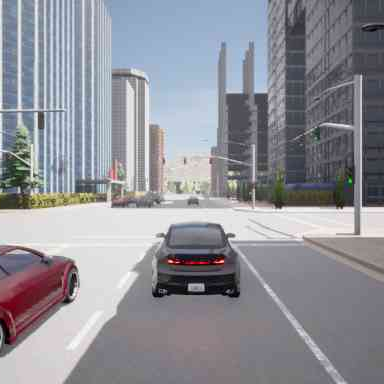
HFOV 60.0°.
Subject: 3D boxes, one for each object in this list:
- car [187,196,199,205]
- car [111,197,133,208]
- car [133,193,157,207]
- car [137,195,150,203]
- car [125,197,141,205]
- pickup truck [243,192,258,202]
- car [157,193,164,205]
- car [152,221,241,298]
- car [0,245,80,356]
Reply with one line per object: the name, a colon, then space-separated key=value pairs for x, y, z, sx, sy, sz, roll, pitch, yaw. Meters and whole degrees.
car: x=0.210 y=1.525 z=59.302 sx=1.812 sy=1.442 sz=4.674 roll=0 pitch=0 yaw=0
car: x=-10.482 y=1.478 z=48.873 sx=1.882 sy=1.535 sz=5.008 roll=0 pitch=0 yaw=0
car: x=-6.980 y=1.352 z=49.674 sx=2.097 sy=1.767 sz=4.553 roll=0 pitch=0 yaw=0
car: x=-10.351 y=1.525 z=71.917 sx=2.128 sy=1.511 sz=4.902 roll=0 pitch=0 yaw=0
car: x=-10.448 y=1.563 z=59.322 sx=1.994 sy=1.385 sz=4.181 roll=0 pitch=0 yaw=0
pickup truck: x=13.272 y=1.059 z=72.747 sx=2.390 sy=2.098 sz=6.274 roll=0 pitch=0 yaw=31
car: x=-6.941 y=1.223 z=60.134 sx=2.150 sy=2.045 sz=5.566 roll=0 pitch=0 yaw=1
car: x=0.095 y=1.505 z=8.523 sx=1.837 sy=1.490 sz=4.892 roll=0 pitch=0 yaw=0
car: x=-3.427 y=1.564 z=5.565 sx=1.994 sy=1.385 sz=4.181 roll=0 pitch=0 yaw=1
